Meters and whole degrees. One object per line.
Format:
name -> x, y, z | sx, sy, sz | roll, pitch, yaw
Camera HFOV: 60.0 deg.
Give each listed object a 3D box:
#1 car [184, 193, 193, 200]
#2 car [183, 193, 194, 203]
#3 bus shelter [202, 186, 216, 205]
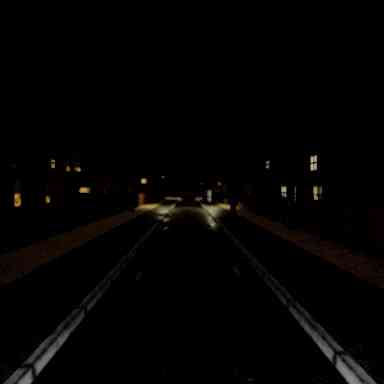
car -> -0.762, 0.958, 72.094 | 1.895, 1.301, 4.718 | 0, 0, -1
car -> -0.616, 1.168, 58.625 | 1.895, 1.301, 4.718 | 0, 0, -1
bus shelter -> 2.497, 0.509, 49.963 | 1.920, 2.740, 3.880 | 0, 1, -1
